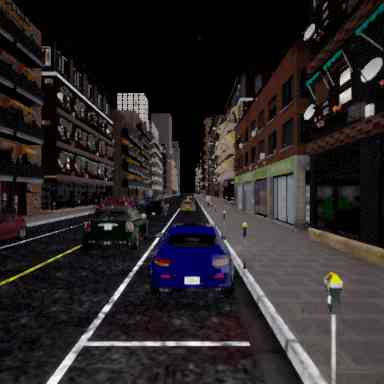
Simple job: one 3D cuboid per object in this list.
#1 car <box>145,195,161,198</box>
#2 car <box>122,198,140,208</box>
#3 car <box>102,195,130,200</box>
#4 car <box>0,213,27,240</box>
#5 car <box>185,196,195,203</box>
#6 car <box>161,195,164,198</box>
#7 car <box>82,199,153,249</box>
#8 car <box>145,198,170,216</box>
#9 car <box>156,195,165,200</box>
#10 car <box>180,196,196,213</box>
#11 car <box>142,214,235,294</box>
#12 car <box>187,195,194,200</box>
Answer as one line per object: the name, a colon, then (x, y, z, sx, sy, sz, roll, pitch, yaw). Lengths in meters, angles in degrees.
car: (-6.146, 1.402, 48.644, 2.097, 1.767, 4.553, 0, 0, 0)
car: (-8.834, 1.542, 48.430, 1.887, 1.381, 4.507, 0, 0, 0)
car: (-8.833, 1.314, 37.157, 2.192, 1.841, 5.009, 0, 0, 0)
car: (-8.835, 1.582, 14.612, 1.802, 1.307, 4.206, 0, 0, 0)
car: (-0.453, 1.544, 70.970, 2.008, 1.369, 4.403, 0, 0, 0)
car: (-8.834, 1.540, 87.882, 2.008, 1.369, 4.403, 0, 0, 0)
car: (-3.145, 1.367, 14.584, 2.097, 1.767, 4.553, 0, 0, 0)
car: (-3.145, 1.517, 29.614, 1.837, 1.490, 4.892, 0, 0, 0)
car: (-8.834, 1.538, 93.519, 2.008, 1.369, 4.403, 0, 0, 0)
car: (-0.454, 1.524, 37.323, 1.752, 1.417, 4.829, 0, 0, 0)
car: (0.004, 1.525, 8.649, 1.812, 1.442, 4.674, 0, 0, 0)
car: (-0.452, 1.513, 93.685, 1.752, 1.417, 4.829, 0, 0, 0)
